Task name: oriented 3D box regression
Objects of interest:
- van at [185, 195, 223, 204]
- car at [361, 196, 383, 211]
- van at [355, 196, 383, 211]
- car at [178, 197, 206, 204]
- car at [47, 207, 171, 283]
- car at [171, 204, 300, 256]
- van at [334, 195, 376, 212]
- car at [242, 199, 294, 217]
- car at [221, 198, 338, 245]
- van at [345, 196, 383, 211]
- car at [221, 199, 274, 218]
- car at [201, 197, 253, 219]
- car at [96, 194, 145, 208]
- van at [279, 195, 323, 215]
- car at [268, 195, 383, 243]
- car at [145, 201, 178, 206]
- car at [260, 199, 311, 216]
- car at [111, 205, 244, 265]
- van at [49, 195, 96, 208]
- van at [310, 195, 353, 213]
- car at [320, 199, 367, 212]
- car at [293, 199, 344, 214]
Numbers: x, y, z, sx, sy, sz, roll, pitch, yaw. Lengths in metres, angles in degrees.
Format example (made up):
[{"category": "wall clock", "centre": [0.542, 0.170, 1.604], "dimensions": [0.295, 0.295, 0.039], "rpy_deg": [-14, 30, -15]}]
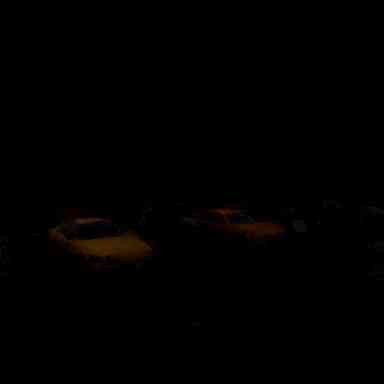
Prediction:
[{"category": "van", "centre": [0.775, 1.265, 29.009], "dimensions": [1.878, 1.987, 4.442], "rpy_deg": [1, 0, -35]}, {"category": "car", "centre": [27.825, 1.623, 48.085], "dimensions": [2.435, 2.045, 5.566], "rpy_deg": [2, -1, -35]}, {"category": "van", "centre": [25.484, 1.584, 46.596], "dimensions": [1.878, 1.987, 4.442], "rpy_deg": [2, -1, -35]}, {"category": "car", "centre": [-1.412, 1.473, 27.301], "dimensions": [2.231, 1.521, 4.892], "rpy_deg": [1, 0, -35]}, {"category": "car", "centre": [-2.928, 1.438, 9.947], "dimensions": [1.946, 1.575, 5.366], "rpy_deg": [0, 0, -35]}, {"category": "car", "centre": [1.475, 1.441, 13.316], "dimensions": [2.097, 1.535, 5.008], "rpy_deg": [0, 0, -35]}, {"category": "van", "centre": [21.100, 1.456, 43.190], "dimensions": [1.878, 1.987, 4.442], "rpy_deg": [1, -1, -35]}, {"category": "car", "centre": [7.616, 1.550, 33.728], "dimensions": [2.097, 1.535, 5.008], "rpy_deg": [1, 0, -35]}, {"category": "car", "centre": [3.723, 1.328, 14.947], "dimensions": [2.185, 1.767, 4.553], "rpy_deg": [0, 0, -35]}, {"category": "van", "centre": [23.330, 1.523, 45.063], "dimensions": [1.878, 1.987, 4.442], "rpy_deg": [2, -1, -35]}, {"category": "car", "centre": [5.256, 1.529, 32.049], "dimensions": [2.097, 1.535, 5.008], "rpy_deg": [0, 0, -35]}, {"category": "car", "centre": [3.117, 1.385, 30.494], "dimensions": [2.185, 1.767, 4.553], "rpy_deg": [1, 0, -35]}, {"category": "car", "centre": [-5.941, 1.189, 24.119], "dimensions": [2.435, 2.045, 5.566], "rpy_deg": [0, 0, -35]}, {"category": "van", "centre": [12.060, 1.363, 37.041], "dimensions": [1.878, 1.987, 4.442], "rpy_deg": [0, 0, -35]}, {"category": "car", "centre": [6.017, 1.219, 16.507], "dimensions": [2.435, 2.045, 5.566], "rpy_deg": [0, 0, -35]}, {"category": "car", "centre": [-3.563, 1.451, 25.551], "dimensions": [1.946, 1.575, 5.366], "rpy_deg": [0, 0, -35]}, {"category": "car", "centre": [9.873, 1.571, 35.334], "dimensions": [2.231, 1.521, 4.892], "rpy_deg": [1, 0, -35]}, {"category": "car", "centre": [-0.783, 1.438, 11.708], "dimensions": [2.231, 1.521, 4.892], "rpy_deg": [0, 0, -35]}, {"category": "van", "centre": [-8.349, 1.211, 22.515], "dimensions": [1.878, 1.987, 4.442], "rpy_deg": [0, 0, -35]}, {"category": "van", "centre": [16.708, 1.402, 40.063], "dimensions": [1.878, 1.987, 4.442], "rpy_deg": [0, 0, -35]}, {"category": "car", "centre": [18.893, 1.647, 41.768], "dimensions": [2.097, 1.535, 5.008], "rpy_deg": [0, 0, -35]}, {"category": "car", "centre": [14.491, 1.606, 38.402], "dimensions": [1.946, 1.575, 5.366], "rpy_deg": [0, 0, -35]}]
